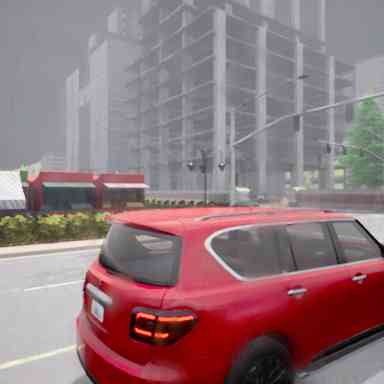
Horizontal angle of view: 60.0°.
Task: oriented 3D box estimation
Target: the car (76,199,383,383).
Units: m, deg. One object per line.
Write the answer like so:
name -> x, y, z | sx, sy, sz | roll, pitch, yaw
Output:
car -> 1.292, 1.218, 4.712 | 5.566, 2.045, 2.150 | 0, 0, -35

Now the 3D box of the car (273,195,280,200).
car -> 14.052, 1.066, 59.946 | 1.905, 1.878, 3.866 | 0, 0, -36

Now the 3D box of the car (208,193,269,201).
car -> 3.619, 1.142, 29.017 | 2.150, 2.045, 5.566 | 0, 0, -36

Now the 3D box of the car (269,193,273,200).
car -> 11.663, 1.069, 58.231 | 1.905, 1.878, 3.866 | 0, 0, -36

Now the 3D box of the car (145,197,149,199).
car -> -6.284, 1.401, 42.647 | 1.882, 1.535, 5.008 | 0, 0, -36
